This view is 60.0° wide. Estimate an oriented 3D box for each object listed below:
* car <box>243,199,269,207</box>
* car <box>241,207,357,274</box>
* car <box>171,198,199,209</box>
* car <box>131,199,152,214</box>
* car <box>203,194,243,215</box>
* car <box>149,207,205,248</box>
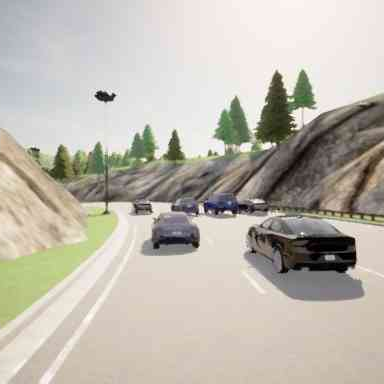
[{"bbox_3d":[6.156,1.444,34.290,2.128,1.511,4.902,-1,0,-14],"label":"car"},{"bbox_3d":[3.147,1.449,10.558,1.882,1.535,5.008,0,0,-5],"label":"car"},{"bbox_3d":[-0.790,1.380,33.111,2.097,1.767,4.553,-1,0,-14],"label":"car"},{"bbox_3d":[-5.746,1.577,37.725,2.128,1.511,4.902,0,0,-17],"label":"car"},{"bbox_3d":[2.788,1.210,33.606,2.150,2.045,5.566,0,0,-15],"label":"car"},{"bbox_3d":[-0.843,1.582,15.076,1.994,1.385,4.181,-1,0,-7],"label":"car"}]
